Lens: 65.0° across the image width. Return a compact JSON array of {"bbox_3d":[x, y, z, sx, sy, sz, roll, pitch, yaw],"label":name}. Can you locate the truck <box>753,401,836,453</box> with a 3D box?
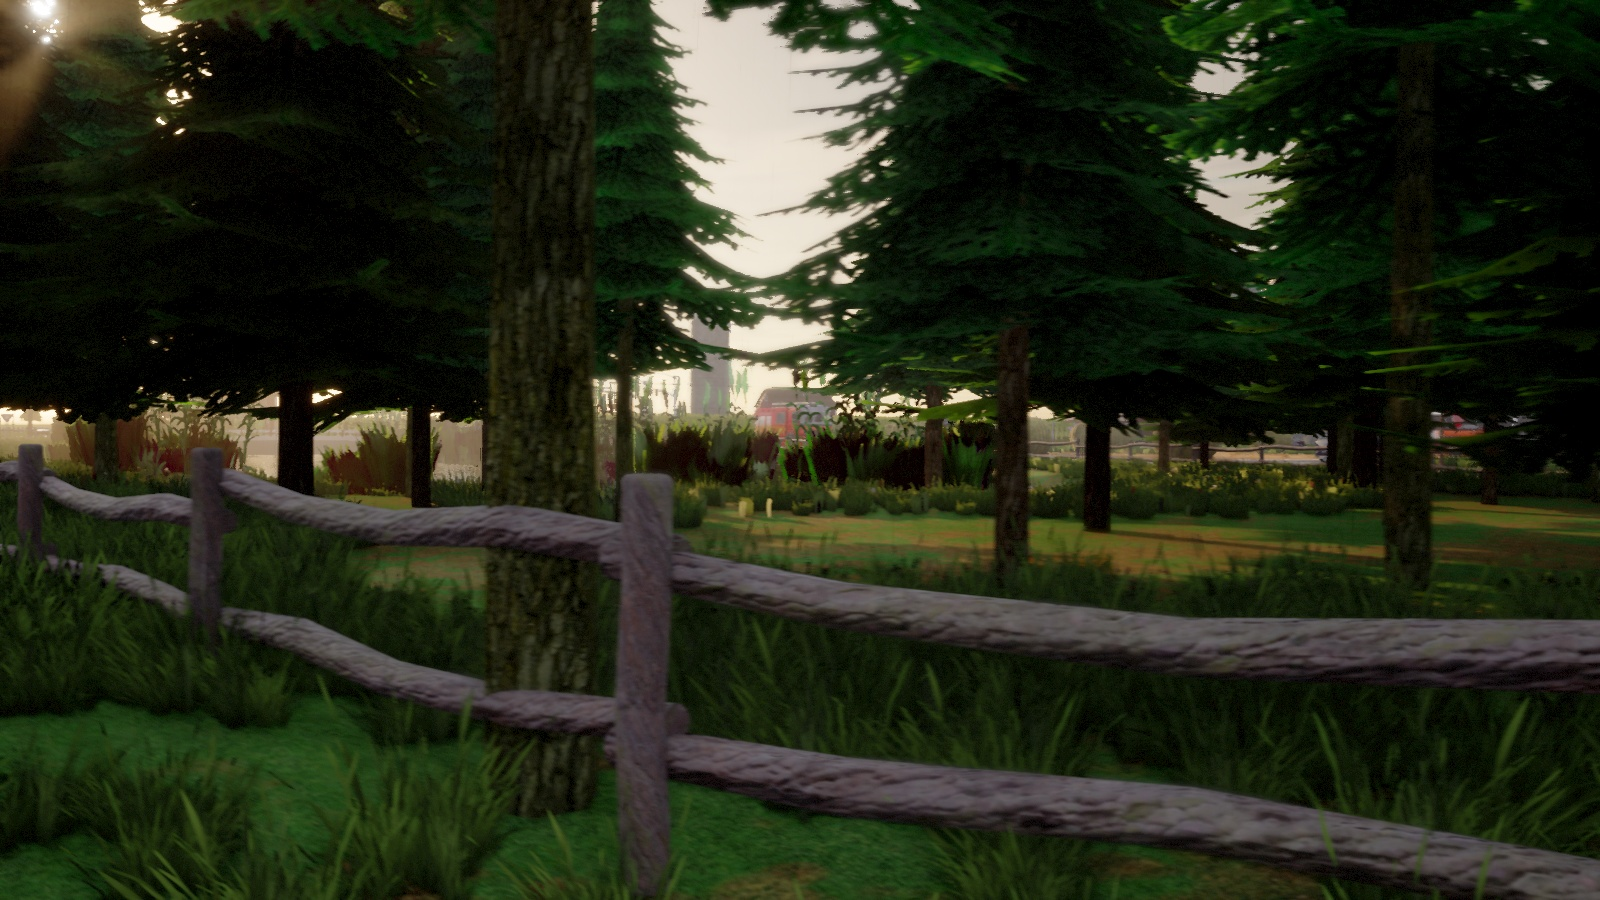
[{"bbox_3d":[-0.530,-1.759,96.705,2.891,3.827,8.468,-1,1,-27],"label":"truck"}]

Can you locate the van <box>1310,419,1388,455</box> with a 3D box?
[{"bbox_3d":[31.484,-0.763,72.000,4.442,1.987,1.775,-1,1,-29],"label":"van"}]

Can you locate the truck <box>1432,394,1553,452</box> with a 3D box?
[{"bbox_3d":[43.418,-1.691,78.711,7.936,3.462,2.891,-1,1,-29],"label":"truck"}]
